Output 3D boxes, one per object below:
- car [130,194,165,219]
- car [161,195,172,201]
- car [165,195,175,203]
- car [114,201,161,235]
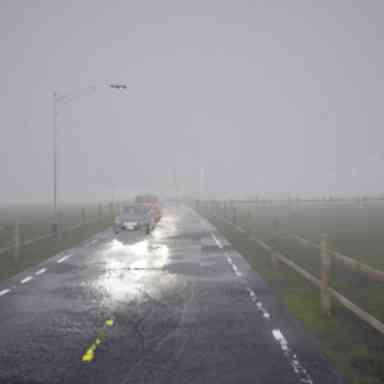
[{"bbox_3d":[-3.447,1.169,25.495,2.150,2.045,5.566,0,0,-2],"label":"car"},{"bbox_3d":[-5.831,1.363,76.773,2.128,1.511,4.902,0,0,-9],"label":"car"},{"bbox_3d":[-4.387,1.411,66.414,1.882,1.535,5.008,0,0,-8],"label":"car"},{"bbox_3d":[-3.138,1.488,18.812,2.128,1.511,4.902,0,0,-2],"label":"car"}]
